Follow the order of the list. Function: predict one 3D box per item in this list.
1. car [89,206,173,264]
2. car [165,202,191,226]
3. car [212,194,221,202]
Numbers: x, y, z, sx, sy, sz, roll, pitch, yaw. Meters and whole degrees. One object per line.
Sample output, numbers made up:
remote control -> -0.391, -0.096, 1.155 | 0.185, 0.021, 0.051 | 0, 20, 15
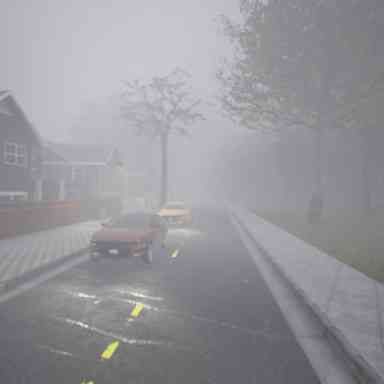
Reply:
car -> -2.082, 1.465, 12.083 | 1.882, 1.535, 5.008 | 1, 0, 4
car -> -1.183, 1.503, 24.233 | 1.882, 1.535, 5.008 | 1, 0, 5
car -> 6.201, 1.528, 86.094 | 2.150, 2.045, 5.566 | 1, 0, 4
